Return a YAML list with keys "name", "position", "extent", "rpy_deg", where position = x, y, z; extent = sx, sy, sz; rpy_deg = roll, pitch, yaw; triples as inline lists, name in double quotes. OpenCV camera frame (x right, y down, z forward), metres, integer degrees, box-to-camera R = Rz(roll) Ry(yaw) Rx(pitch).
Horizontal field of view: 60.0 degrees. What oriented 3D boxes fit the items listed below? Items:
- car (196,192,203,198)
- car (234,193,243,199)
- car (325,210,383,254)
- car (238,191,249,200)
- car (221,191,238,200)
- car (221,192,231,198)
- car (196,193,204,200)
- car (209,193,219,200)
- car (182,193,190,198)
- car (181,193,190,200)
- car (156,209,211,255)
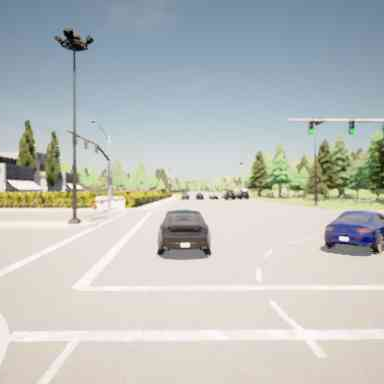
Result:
- name: "car"
  position: [1.956, 0.883, 88.408]
  extent: [1.882, 1.535, 5.008]
  rpy_deg: [0, 0, 0]
- name: "car"
  position: [12.464, 1.064, 89.789]
  extent: [1.837, 1.490, 4.892]
  rpy_deg: [0, 0, 0]
- name: "car"
  position: [6.856, 1.460, 13.270]
  extent: [1.812, 1.442, 4.674]
  rpy_deg: [-1, 0, 43]
- name: "car"
  position: [12.411, 0.835, 80.325]
  extent: [2.150, 2.045, 5.566]
  rpy_deg: [0, 0, 0]
- name: "car"
  position: [8.903, 0.836, 78.812]
  extent: [2.150, 2.045, 5.566]
  rpy_deg: [0, 0, 0]
- name: "car"
  position: [8.956, 0.759, 88.338]
  extent: [2.097, 1.767, 4.553]
  rpy_deg: [0, 0, 0]
- name: "car"
  position: [1.905, 1.089, 79.239]
  extent: [1.882, 1.535, 5.008]
  rpy_deg: [0, 0, 0]
- name: "car"
  position: [5.407, 1.204, 79.666]
  extent: [1.895, 1.301, 4.718]
  rpy_deg: [0, 0, 0]
- name: "car"
  position: [-1.544, 0.946, 88.428]
  extent: [2.033, 1.411, 5.357]
  rpy_deg: [0, 0, 0]
- name: "car"
  position: [-1.597, 1.138, 78.842]
  extent: [2.128, 1.511, 4.902]
  rpy_deg: [0, 0, 0]
- name: "car"
  position: [-0.357, 1.441, 13.117]
  extent: [1.837, 1.490, 4.892]
  rpy_deg: [0, 0, -3]
